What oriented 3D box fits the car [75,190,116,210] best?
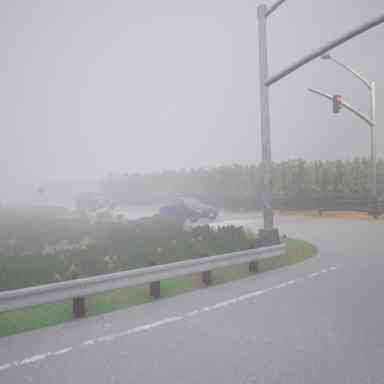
[{"bbox_3d":[-9.645,0.862,32.744,2.150,2.045,5.566,-3,2,-41],"label":"car"}]

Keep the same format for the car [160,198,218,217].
[{"bbox_3d":[-0.364,1.113,21.920,1.812,1.442,4.674,-3,2,-41],"label":"car"}]
